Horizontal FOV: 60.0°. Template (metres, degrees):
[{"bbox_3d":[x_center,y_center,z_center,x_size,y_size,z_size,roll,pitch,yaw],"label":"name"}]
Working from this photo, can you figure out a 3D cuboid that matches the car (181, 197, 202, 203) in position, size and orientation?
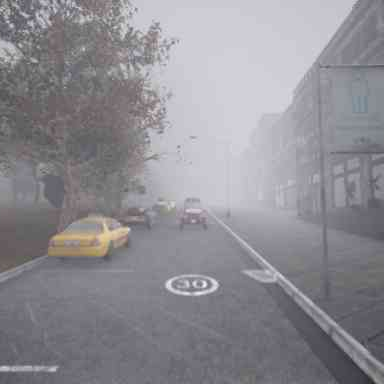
[{"bbox_3d":[0.093,1.637,41.108,2.150,2.045,5.566,0,-1,0],"label":"car"}]

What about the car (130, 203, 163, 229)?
[{"bbox_3d":[-3.658,1.762,23.957,2.163,1.488,4.792,0,-1,2],"label":"car"}]

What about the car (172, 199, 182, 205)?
[{"bbox_3d":[-3.672,2.326,79.628,2.002,1.452,4.674,0,-1,2],"label":"car"}]

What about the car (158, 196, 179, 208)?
[{"bbox_3d":[-3.664,1.695,46.242,2.435,2.045,5.566,0,-1,2],"label":"car"}]

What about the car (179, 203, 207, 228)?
[{"bbox_3d":[0.090,1.781,24.219,1.812,1.442,4.674,0,0,0],"label":"car"}]

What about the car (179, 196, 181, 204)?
[{"bbox_3d":[-3.668,2.111,62.915,2.097,1.535,5.008,0,-1,2],"label":"car"}]

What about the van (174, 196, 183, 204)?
[{"bbox_3d":[-3.671,2.179,90.890,1.878,1.987,4.442,0,-1,2],"label":"van"}]

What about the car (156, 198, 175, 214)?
[{"bbox_3d":[-3.663,1.893,40.635,2.097,1.535,5.008,0,-1,2],"label":"car"}]

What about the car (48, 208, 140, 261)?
[{"bbox_3d":[-3.649,1.618,12.972,1.946,1.575,5.366,0,-1,2],"label":"car"}]

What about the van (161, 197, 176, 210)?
[{"bbox_3d":[-3.662,1.775,51.899,1.878,1.987,4.442,0,-1,2],"label":"van"}]
